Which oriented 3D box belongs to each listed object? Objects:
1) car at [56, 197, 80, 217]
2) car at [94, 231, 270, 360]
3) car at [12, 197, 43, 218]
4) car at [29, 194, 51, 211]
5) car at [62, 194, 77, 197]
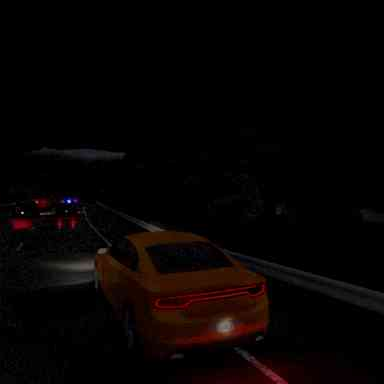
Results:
[{"bbox_3d":[-11.831,1.492,31.556,2.128,1.511,4.902,0,0,-19],"label":"car"},{"bbox_3d":[-0.621,1.478,6.291,1.882,1.535,5.008,0,0,-24],"label":"car"},{"bbox_3d":[-15.010,1.505,30.175,1.837,1.490,4.892,0,0,-19],"label":"car"},{"bbox_3d":[-18.396,1.221,40.078,2.150,2.045,5.566,0,0,-19],"label":"car"},{"bbox_3d":[-15.227,1.221,41.462,2.150,2.045,5.566,0,0,-18],"label":"car"}]
